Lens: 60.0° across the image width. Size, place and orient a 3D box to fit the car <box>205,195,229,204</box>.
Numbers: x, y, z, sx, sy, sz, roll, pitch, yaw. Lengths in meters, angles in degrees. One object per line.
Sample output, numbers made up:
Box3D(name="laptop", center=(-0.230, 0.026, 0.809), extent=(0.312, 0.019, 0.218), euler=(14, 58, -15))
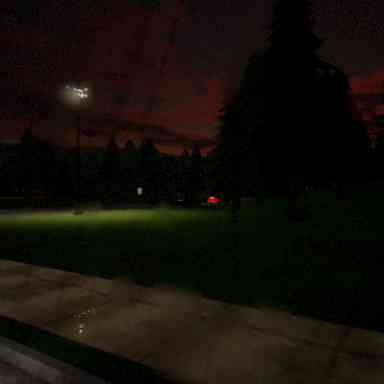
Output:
Box3D(name="car", center=(4.999, 1.231, 62.585), extent=(2.150, 2.045, 5.566), euler=(0, 0, 33))

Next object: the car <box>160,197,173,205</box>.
Box3D(name="car", center=(-2.888, 1.575, 56.717), extent=(1.994, 1.385, 4.181), euler=(0, 0, 33))

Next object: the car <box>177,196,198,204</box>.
Box3D(name="car", center=(-0.897, 1.538, 66.359), extent=(1.812, 1.442, 4.674), euler=(0, 0, 33))

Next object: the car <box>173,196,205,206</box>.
Box3D(name="car", center=(-0.436, 1.501, 54.077), extent=(2.128, 1.511, 4.902), euler=(0, 0, 33))

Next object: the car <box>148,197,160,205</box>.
Box3D(name="car", center=(-5.826, 1.576, 58.620), extent=(1.994, 1.385, 4.181), euler=(0, 0, 33))

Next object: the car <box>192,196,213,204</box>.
Box3D(name="car", center=(2.043, 1.536, 64.460), extent=(1.812, 1.442, 4.674), euler=(0, 0, 33))
